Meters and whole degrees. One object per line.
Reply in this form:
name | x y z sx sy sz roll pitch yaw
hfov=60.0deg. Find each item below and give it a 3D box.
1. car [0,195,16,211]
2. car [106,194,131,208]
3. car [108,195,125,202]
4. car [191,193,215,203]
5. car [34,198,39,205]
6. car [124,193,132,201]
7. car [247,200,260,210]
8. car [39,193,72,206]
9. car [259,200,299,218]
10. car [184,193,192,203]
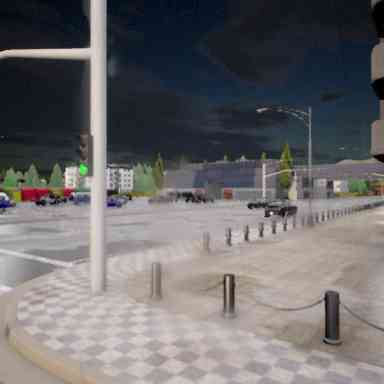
car | -25.953 1.470 44.869 1.970 1.475 3.806 0 0 36
car | -12.363 1.468 53.625 1.970 1.475 3.806 0 0 36
car | -18.006 1.476 79.411 1.970 1.475 3.806 0 0 36
car | 2.458 1.224 64.343 1.932 1.855 4.605 0 0 36
car | -28.331 1.444 65.323 1.784 1.438 3.905 0 0 36
car | -15.679 1.235 77.688 1.905 1.878 3.866 0 0 36
car | 8.970 1.664 43.591 1.895 1.301 4.718 0 0 37
car | -26.035 1.232 63.556 1.932 1.855 4.605 0 0 36
car | 8.302 1.566 30.690 1.837 1.490 4.892 0 0 36
car | 0.158 1.228 66.100 1.905 1.878 3.866 0 0 36
